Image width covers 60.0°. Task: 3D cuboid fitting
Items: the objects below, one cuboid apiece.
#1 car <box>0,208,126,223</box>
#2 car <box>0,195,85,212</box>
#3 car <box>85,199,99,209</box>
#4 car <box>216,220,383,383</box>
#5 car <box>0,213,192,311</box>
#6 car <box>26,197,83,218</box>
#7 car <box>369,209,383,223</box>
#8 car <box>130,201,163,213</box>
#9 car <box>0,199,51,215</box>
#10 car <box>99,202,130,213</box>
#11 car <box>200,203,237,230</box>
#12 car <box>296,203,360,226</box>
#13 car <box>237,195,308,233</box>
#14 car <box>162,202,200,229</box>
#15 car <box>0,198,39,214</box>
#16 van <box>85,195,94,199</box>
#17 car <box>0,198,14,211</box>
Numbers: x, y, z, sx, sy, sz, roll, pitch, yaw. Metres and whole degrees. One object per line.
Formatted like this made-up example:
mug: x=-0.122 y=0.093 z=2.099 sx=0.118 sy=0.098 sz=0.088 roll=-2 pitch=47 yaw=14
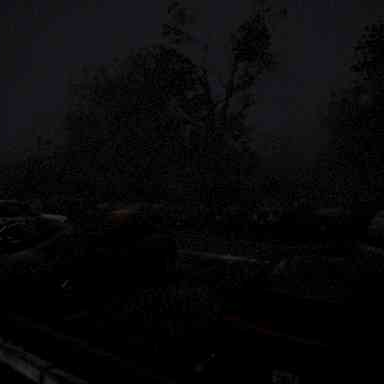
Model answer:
car: x=-4.614 y=1.467 z=9.751 sx=2.231 sy=1.521 sz=4.892 roll=0 pitch=0 yaw=35
car: x=-6.882 y=1.218 z=11.405 sx=2.435 sy=2.045 sz=5.566 roll=0 pitch=0 yaw=35
car: x=-6.236 y=1.520 z=26.961 sx=2.002 sy=1.452 sz=4.674 roll=0 pitch=0 yaw=35
car: x=2.235 y=1.467 z=4.878 sx=2.097 sy=1.535 sz=5.008 roll=0 pitch=0 yaw=35
car: x=-2.348 y=1.494 z=8.109 sx=2.163 sy=1.488 sz=4.792 roll=0 pitch=0 yaw=35
car: x=-13.055 y=1.368 z=31.785 sx=2.185 sy=1.767 sz=4.553 roll=0 pitch=0 yaw=35
car: x=9.549 y=1.508 z=15.730 sx=2.002 sy=1.452 sz=4.674 roll=0 pitch=0 yaw=35
car: x=-1.698 y=1.474 z=23.728 sx=2.097 sy=1.535 sz=5.008 roll=0 pitch=0 yaw=35
car: x=-17.568 y=1.553 z=35.046 sx=2.002 sy=1.452 sz=4.674 roll=0 pitch=0 yaw=36
car: x=-4.073 y=1.474 z=25.197 sx=1.946 sy=1.575 sz=5.366 roll=0 pitch=0 yaw=35
car: x=2.860 y=1.497 z=20.527 sx=2.163 sy=1.488 sz=4.792 roll=0 pitch=0 yaw=35
car: x=7.379 y=1.466 z=17.270 sx=2.097 sy=1.535 sz=5.008 roll=0 pitch=0 yaw=35
car: x=5.095 y=1.214 z=18.867 sx=2.435 sy=2.045 sz=5.566 roll=0 pitch=0 yaw=35
car: x=0.557 y=1.500 z=22.094 sx=2.163 sy=1.488 sz=4.792 roll=0 pitch=0 yaw=35
car: x=-19.834 y=1.527 z=36.668 sx=2.097 sy=1.535 sz=5.008 roll=-1 pitch=0 yaw=36
van: x=-10.706 y=1.261 z=30.291 sx=1.878 sy=1.987 sz=4.442 roll=0 pitch=0 yaw=35
car: x=-24.371 y=1.568 z=39.896 sx=2.097 sy=1.535 sz=5.008 roll=-1 pitch=0 yaw=36
